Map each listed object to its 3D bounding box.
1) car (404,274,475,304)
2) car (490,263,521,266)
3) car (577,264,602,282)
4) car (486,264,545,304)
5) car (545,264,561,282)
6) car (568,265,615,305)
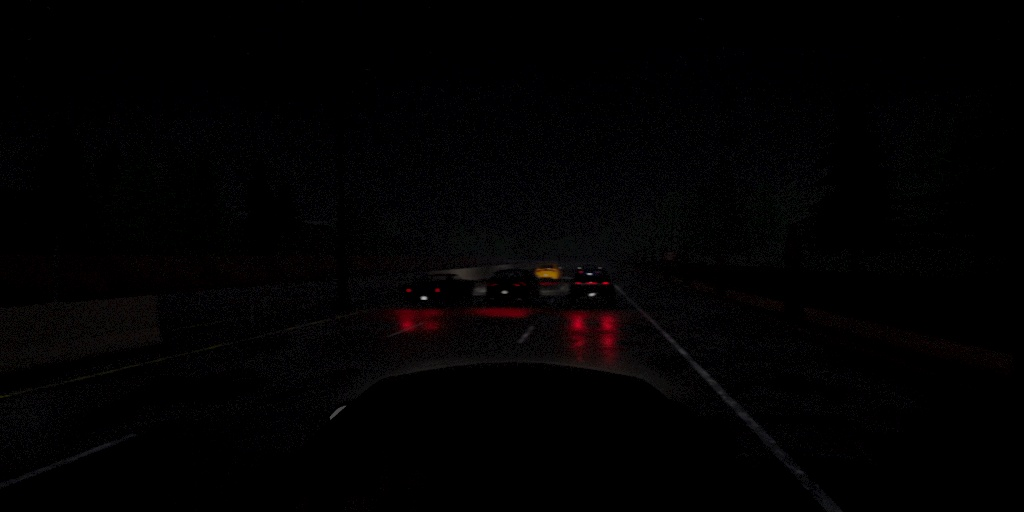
[{"bbox_3d":[-3.314,1.508,17.479,1.895,1.301,4.718,-1,0,12],"label":"car"},{"bbox_3d":[-0.211,1.573,32.131,1.895,1.301,4.718,-1,0,12],"label":"car"},{"bbox_3d":[6.671,1.436,30.832,1.994,1.385,4.181,-1,0,12],"label":"car"},{"bbox_3d":[0.195,1.336,17.153,1.882,1.535,5.008,-1,0,12],"label":"car"},{"bbox_3d":[3.289,1.401,31.759,1.882,1.535,5.008,-1,0,12],"label":"car"},{"bbox_3d":[3.588,1.300,16.284,2.128,1.511,4.902,-1,0,12],"label":"car"}]
